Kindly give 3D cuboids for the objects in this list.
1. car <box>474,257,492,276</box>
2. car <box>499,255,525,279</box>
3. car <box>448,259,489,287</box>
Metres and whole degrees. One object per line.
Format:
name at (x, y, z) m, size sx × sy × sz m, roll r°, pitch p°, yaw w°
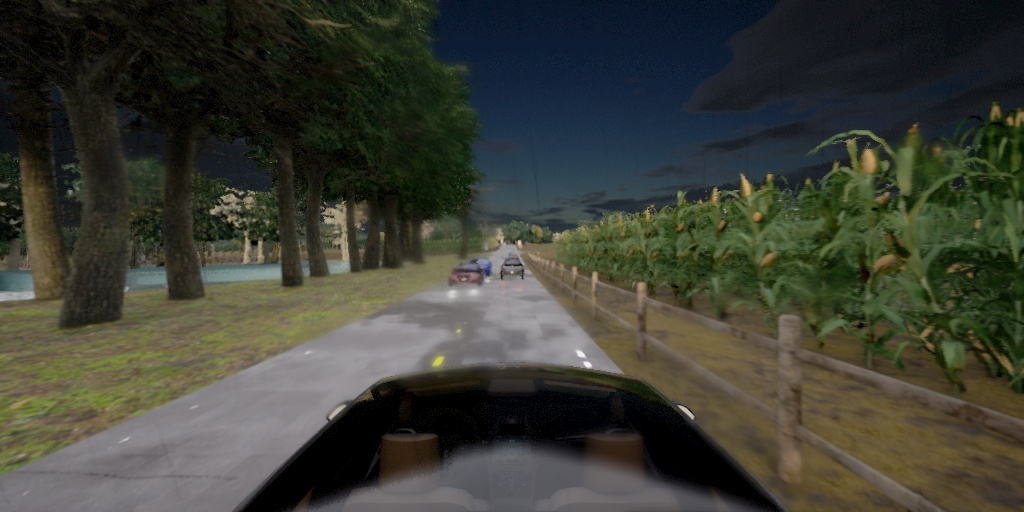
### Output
car at (-2.742, 0.893, 31.282) m, size 1.882 × 1.535 × 5.008 m, roll 0°, pitch 1°, yaw 0°
car at (0.027, 0.959, 28.537) m, size 2.128 × 1.511 × 4.902 m, roll 0°, pitch 1°, yaw 0°
car at (-2.746, 1.125, 22.566) m, size 1.994 × 1.385 × 4.181 m, roll 0°, pitch 1°, yaw 0°
